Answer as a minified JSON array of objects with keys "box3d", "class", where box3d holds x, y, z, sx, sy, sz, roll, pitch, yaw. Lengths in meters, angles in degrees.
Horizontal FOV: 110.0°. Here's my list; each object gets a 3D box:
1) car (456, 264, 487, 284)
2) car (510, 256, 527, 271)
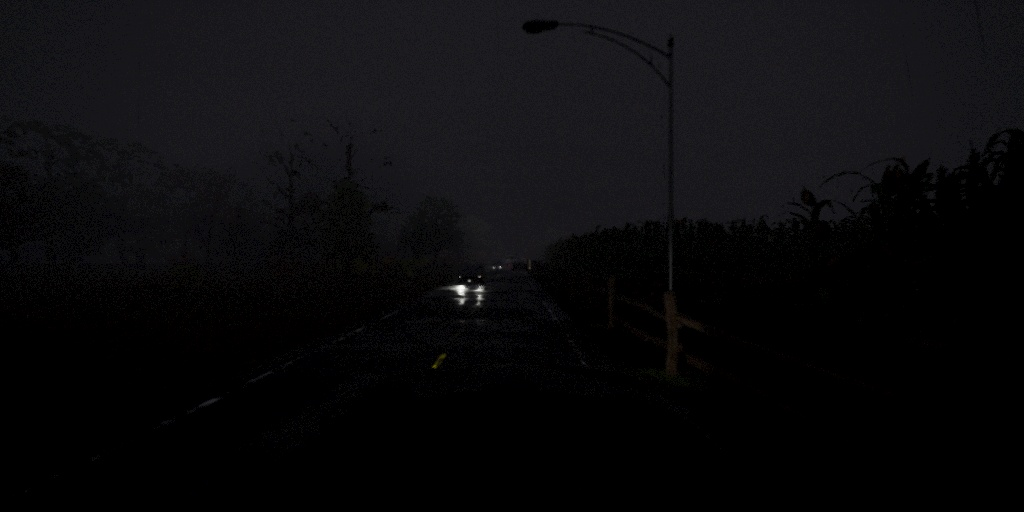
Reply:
[{"box3d":[-2.850,1.280,26.635,2.033,1.411,5.357,0,0,0],"class":"car"},{"box3d":[0.962,1.176,47.773,1.882,1.535,5.008,0,0,0],"class":"car"}]
